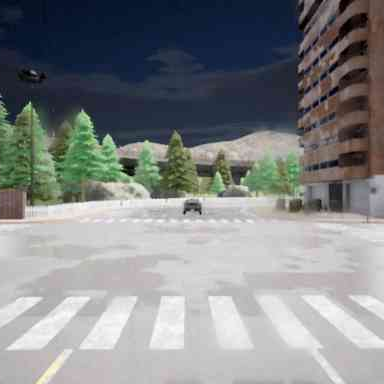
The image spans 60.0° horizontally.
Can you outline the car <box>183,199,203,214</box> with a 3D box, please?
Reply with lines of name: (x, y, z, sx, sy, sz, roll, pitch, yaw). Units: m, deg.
car: (0.095, 1.511, 35.396, 1.837, 1.490, 4.892, 0, 0, 2)
